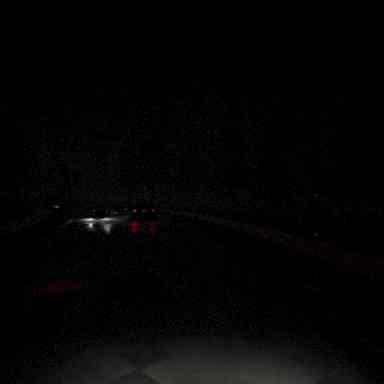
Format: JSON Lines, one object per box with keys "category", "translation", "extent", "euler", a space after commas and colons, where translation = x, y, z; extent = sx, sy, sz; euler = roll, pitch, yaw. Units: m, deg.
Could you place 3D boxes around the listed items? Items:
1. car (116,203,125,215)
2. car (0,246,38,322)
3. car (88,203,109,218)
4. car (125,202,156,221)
{"category": "car", "translation": [-8.002, 1.994, 40.737], "extent": [2.033, 1.411, 5.357], "euler": [0, -1, -22]}
{"category": "car", "translation": [-3.915, 1.587, 5.015], "extent": [1.812, 1.442, 4.674], "euler": [0, -1, -3]}
{"category": "car", "translation": [-9.860, 1.867, 35.041], "extent": [1.882, 1.535, 5.008], "euler": [0, -1, -20]}
{"category": "car", "translation": [-4.695, 1.687, 30.789], "extent": [2.097, 1.767, 4.553], "euler": [0, -1, -16]}
